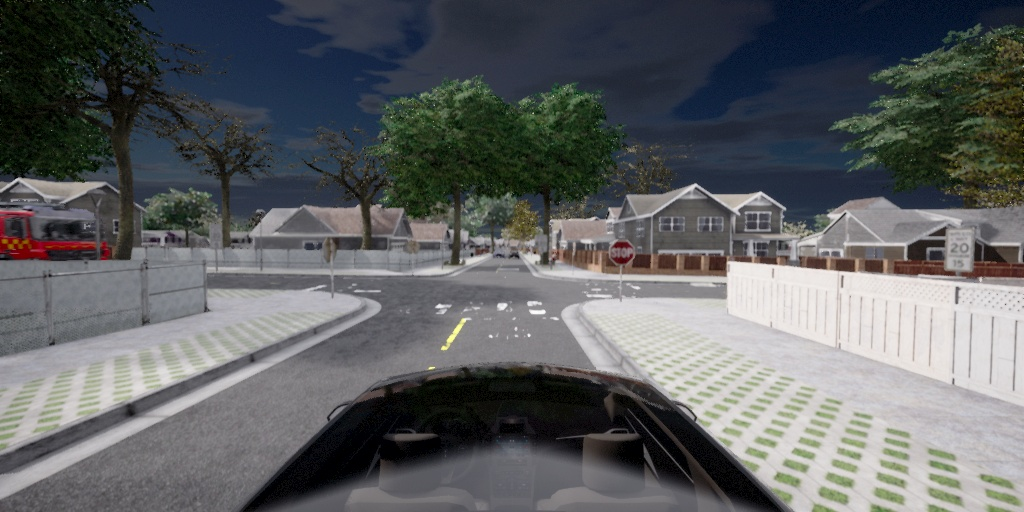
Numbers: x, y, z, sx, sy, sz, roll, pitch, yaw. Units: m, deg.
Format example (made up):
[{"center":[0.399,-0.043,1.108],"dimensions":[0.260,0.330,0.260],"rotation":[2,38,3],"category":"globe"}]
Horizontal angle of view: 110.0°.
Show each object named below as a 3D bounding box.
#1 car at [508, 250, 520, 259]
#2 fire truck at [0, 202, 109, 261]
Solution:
[{"center":[0.348,-0.237,60.947],"dimensions":[1.837,1.490,4.892],"rotation":[0,1,0],"category":"car"},{"center":[-24.628,-0.646,16.912],"dimensions":[8.468,3.827,2.891],"rotation":[1,2,1],"category":"fire truck"}]
